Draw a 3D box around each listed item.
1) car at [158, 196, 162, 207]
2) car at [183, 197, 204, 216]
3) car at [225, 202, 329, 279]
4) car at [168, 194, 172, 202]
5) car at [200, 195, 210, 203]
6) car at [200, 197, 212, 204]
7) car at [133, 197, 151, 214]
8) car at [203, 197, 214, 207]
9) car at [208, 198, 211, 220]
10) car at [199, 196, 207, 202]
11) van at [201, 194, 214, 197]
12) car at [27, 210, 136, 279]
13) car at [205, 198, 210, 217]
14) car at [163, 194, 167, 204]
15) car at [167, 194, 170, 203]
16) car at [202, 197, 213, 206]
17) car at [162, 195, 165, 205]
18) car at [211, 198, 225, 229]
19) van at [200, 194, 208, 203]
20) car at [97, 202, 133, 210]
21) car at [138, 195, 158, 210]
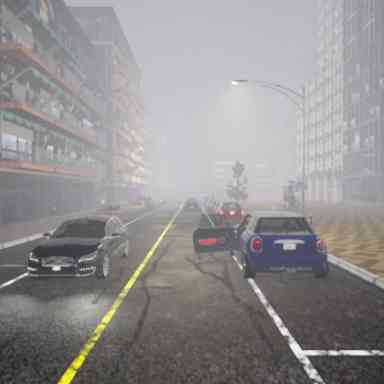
[{"bbox_3d":[-5.765,1.561,45.930,2.008,1.369,4.403,0,0,0],"label":"car"},{"bbox_3d":[0.003,1.569,36.484,1.994,1.385,4.181,0,0,0],"label":"car"},{"bbox_3d":[2.370,1.350,10.222,2.097,1.767,4.553,0,0,0],"label":"car"},{"bbox_3d":[-5.799,1.577,68.036,1.887,1.381,4.507,0,0,0],"label":"car"},{"bbox_3d":[2.580,1.473,68.049,1.967,1.590,4.097,0,0,0],"label":"car"},{"bbox_3d":[2.589,1.592,62.522,1.947,1.339,4.313,0,0,0],"label":"car"},{"bbox_3d":[-5.749,1.529,34.707,1.752,1.417,4.829,0,0,0],"label":"car"},{"bbox_3d":[2.623,1.589,40.415,1.802,1.307,4.206,0,0,0],"label":"car"},{"bbox_3d":[2.639,1.527,29.532,1.752,1.417,4.829,0,0,0],"label":"car"},{"bbox_3d":[2.563,1.574,79.271,1.752,1.417,4.829,0,0,0],"label":"car"},{"bbox_3d":[2.605,1.356,51.469,1.690,1.788,3.998,0,0,0],"label":"van"},{"bbox_3d":[-3.116,1.502,10.061,1.837,1.490,4.892,0,0,0],"label":"car"},{"bbox_3d":[2.631,1.586,34.889,1.802,1.307,4.206,0,0,0],"label":"car"},{"bbox_3d":[-5.783,1.460,56.982,1.967,1.590,4.097,0,0,0],"label":"car"},{"bbox_3d":[-5.791,1.592,62.509,1.947,1.339,4.313,0,0,0],"label":"car"},{"bbox_3d":[2.598,1.546,57.164,1.752,1.417,4.829,0,0,0],"label":"car"},{"bbox_3d":[-5.774,1.565,51.457,2.008,1.369,4.403,0,0,0],"label":"car"},{"bbox_3d":[2.647,1.440,23.835,1.967,1.590,4.097,0,0,0],"label":"car"},{"bbox_3d":[2.571,1.382,73.576,1.690,1.788,3.998,0,0,0],"label":"van"},{"bbox_3d":[-5.732,1.544,23.823,1.887,1.381,4.507,0,0,0],"label":"car"},{"bbox_3d":[-5.759,1.322,40.403,2.192,1.841,5.009,0,0,0],"label":"car"}]
